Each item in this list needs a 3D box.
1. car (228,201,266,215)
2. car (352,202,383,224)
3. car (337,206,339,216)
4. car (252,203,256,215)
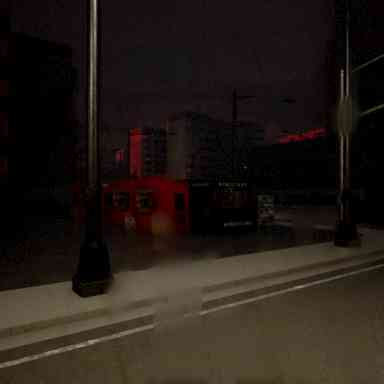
[{"bbox_3d":[6.325,1.815,38.816,1.994,1.385,4.181,0,-1,-36],"label":"car"},{"bbox_3d":[13.174,1.626,23.345,1.994,1.385,4.181,0,-1,-35],"label":"car"},{"bbox_3d":[14.570,1.563,27.419,1.882,1.535,5.008,0,-1,-36],"label":"car"},{"bbox_3d":[5.219,1.713,34.370,1.837,1.490,4.892,0,0,-36],"label":"car"}]
